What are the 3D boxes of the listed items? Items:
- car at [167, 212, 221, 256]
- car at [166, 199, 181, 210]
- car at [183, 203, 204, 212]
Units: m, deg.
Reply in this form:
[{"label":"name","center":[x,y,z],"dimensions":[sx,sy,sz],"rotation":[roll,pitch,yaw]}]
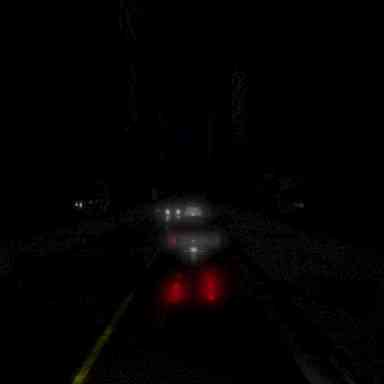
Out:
[{"label":"car","center":[0.081,1.696,13.608],"dimensions":[1.895,1.301,4.718],"rotation":[0,0,1]},{"label":"car","center":[-2.747,1.835,49.288],"dimensions":[1.837,1.490,4.892],"rotation":[0,-1,0]},{"label":"car","center":[0.119,1.737,31.040],"dimensions":[1.812,1.442,4.674],"rotation":[0,0,0]}]
